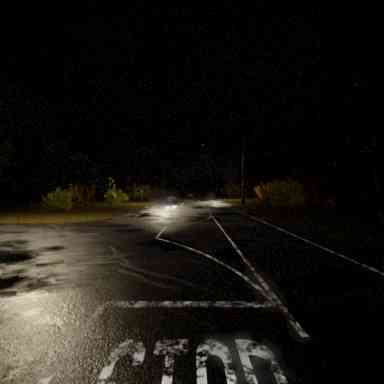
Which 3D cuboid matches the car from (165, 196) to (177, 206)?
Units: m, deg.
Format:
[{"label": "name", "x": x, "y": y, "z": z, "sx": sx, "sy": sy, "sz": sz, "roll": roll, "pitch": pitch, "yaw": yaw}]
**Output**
[{"label": "car", "x": -3.422, "y": 1.448, "z": 54.602, "sx": 2.128, "sy": 1.511, "sz": 4.902, "roll": 0, "pitch": 0, "yaw": 0}]
